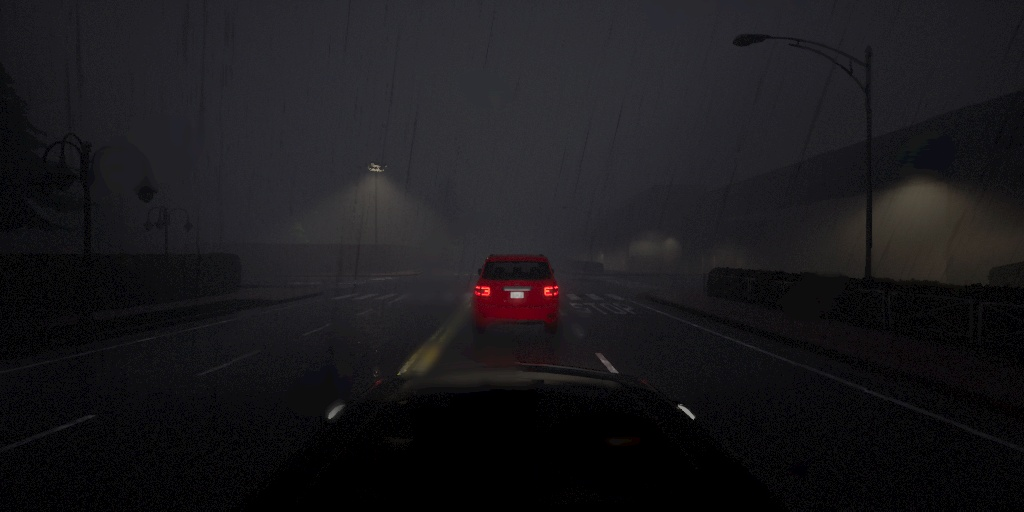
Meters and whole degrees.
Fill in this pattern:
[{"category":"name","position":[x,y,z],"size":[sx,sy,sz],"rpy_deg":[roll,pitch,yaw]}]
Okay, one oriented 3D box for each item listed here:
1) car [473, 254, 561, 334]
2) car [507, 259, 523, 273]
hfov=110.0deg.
[{"category":"car","position":[0.121,0.971,10.741],"size":[2.150,2.045,5.566],"rpy_deg":[0,0,0]},{"category":"car","position":[0.356,1.228,45.593],"size":[1.882,1.535,5.008],"rpy_deg":[0,0,1]}]
